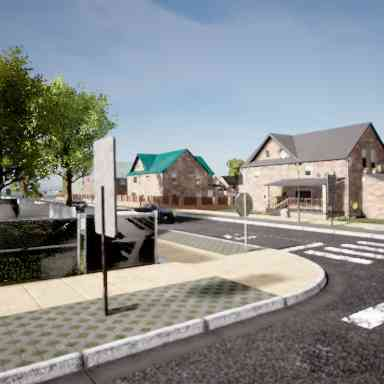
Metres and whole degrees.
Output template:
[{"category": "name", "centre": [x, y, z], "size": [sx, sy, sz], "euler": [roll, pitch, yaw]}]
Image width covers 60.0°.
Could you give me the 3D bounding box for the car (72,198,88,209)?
[{"category": "car", "centre": [-14.801, 1.522, 42.627], "size": [2.128, 1.511, 4.902], "euler": [-2, 1, -33]}]

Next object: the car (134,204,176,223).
[{"category": "car", "centre": [-2.955, 1.611, 24.823], "size": [1.994, 1.385, 4.181], "euler": [-2, 1, -34]}]
